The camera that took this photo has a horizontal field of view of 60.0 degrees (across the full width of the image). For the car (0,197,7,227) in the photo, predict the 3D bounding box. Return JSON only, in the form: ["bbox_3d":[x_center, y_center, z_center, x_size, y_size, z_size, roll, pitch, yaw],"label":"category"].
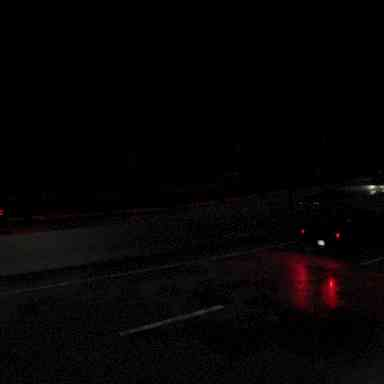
[{"bbox_3d":[-12.422,1.228,16.627,5.566,2.045,2.150,0,0,-36],"label":"car"}]

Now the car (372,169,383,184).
[{"bbox_3d":[25.907,-2.158,43.746,5.566,2.045,2.150,-7,4,-35],"label":"car"}]

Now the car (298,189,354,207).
[{"bbox_3d":[9.602,0.568,23.738,4.902,1.511,2.128,-6,3,-35],"label":"car"}]

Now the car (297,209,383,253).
[{"bbox_3d":[6.120,1.302,12.414,4.718,1.301,1.895,-3,2,-35],"label":"car"}]
